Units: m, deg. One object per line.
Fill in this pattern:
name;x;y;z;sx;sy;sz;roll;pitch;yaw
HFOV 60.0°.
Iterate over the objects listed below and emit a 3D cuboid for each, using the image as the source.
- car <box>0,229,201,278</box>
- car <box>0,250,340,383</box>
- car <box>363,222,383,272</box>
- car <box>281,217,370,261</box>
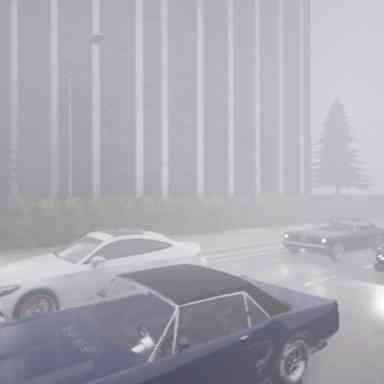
car;-1.787;1.562;7.043;4.674;1.442;1.812;0;0;-37
car;-0.434;1.618;3.690;4.718;1.301;1.895;0;0;-37
car;7.289;1.567;9.479;5.357;1.411;2.033;0;0;-37
car;5.495;1.639;12.509;4.718;1.301;1.895;0;0;-37
